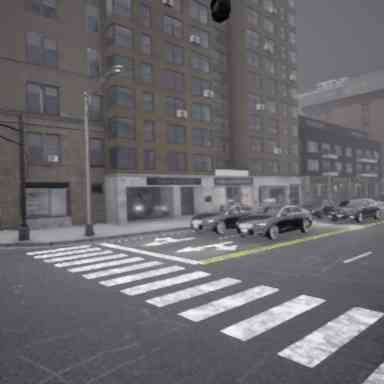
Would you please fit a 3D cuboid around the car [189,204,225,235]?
[{"bbox_3d":[2.002,1.429,18.693,4.902,1.511,2.128,-2,0,-42],"label":"car"}]

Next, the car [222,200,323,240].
[{"bbox_3d":[4.046,1.359,16.176,4.902,1.511,2.128,-2,0,-44],"label":"car"}]

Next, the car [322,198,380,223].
[{"bbox_3d":[11.023,1.177,22.420,4.892,1.490,1.837,-3,0,-42],"label":"car"}]
